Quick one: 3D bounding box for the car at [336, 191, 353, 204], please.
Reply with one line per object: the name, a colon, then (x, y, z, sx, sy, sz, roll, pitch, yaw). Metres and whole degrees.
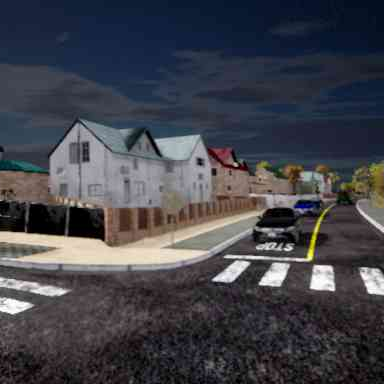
car: (24.672, 0.940, 53.891, 2.150, 2.045, 5.566, -1, 0, 27)

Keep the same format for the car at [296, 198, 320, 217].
car: (9.996, 1.387, 29.567, 1.812, 1.442, 4.674, -1, -1, 24)

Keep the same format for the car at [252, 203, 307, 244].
car: (4.132, 1.454, 15.620, 1.812, 1.442, 4.674, -1, 0, 23)

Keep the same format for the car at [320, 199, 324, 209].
car: (15.195, 1.393, 41.038, 1.994, 1.385, 4.181, -1, 0, 25)
